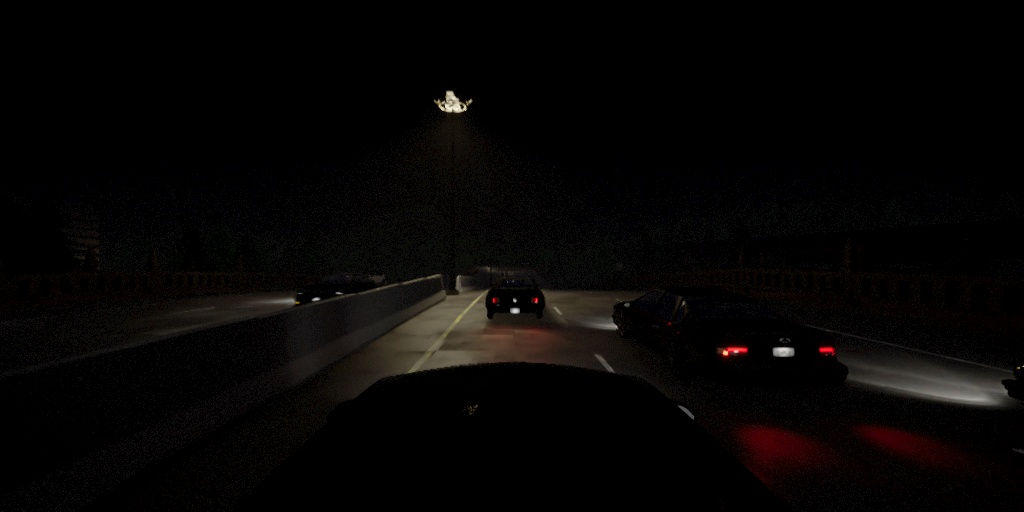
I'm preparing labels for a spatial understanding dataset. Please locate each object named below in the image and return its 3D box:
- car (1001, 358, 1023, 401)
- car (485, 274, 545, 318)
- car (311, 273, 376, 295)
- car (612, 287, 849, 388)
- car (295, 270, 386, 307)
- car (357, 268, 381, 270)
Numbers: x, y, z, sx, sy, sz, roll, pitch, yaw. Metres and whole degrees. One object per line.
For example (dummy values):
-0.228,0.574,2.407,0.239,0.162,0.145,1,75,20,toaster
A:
7.099,1.299,1.971,2.033,1.411,5.357,0,0,0,car
0.100,1.438,13.381,1.895,1.301,4.718,0,-1,0,car
-10.598,1.738,23.027,1.895,1.301,4.718,0,-3,0,car
3.599,1.336,7.263,2.033,1.411,5.357,0,0,0,car
-7.098,1.427,15.024,1.994,1.385,4.181,0,-1,0,car
-14.091,2.206,34.870,2.150,2.045,5.566,0,-5,0,car
